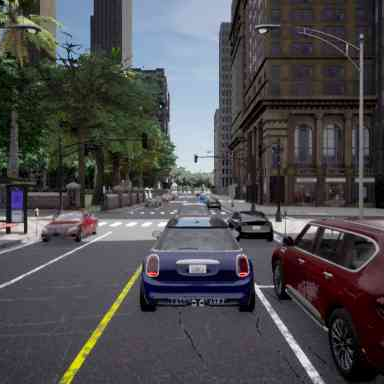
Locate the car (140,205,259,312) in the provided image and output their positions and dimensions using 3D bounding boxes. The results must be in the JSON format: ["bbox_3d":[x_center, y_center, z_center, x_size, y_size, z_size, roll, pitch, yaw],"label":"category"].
[{"bbox_3d":[0.097,1.351,7.880,2.097,1.767,4.553,0,0,0],"label":"car"}]

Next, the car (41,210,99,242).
[{"bbox_3d":[-5.778,1.578,16.245,1.802,1.307,4.206,0,0,0],"label":"car"}]

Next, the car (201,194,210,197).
[{"bbox_3d":[2.720,1.499,53.680,1.752,1.417,4.829,0,0,0],"label":"car"}]

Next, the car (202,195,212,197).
[{"bbox_3d":[2.724,1.544,48.090,1.947,1.339,4.313,0,0,0],"label":"car"}]

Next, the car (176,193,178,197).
[{"bbox_3d":[-5.833,1.239,91.466,2.192,1.841,5.009,0,0,0],"label":"car"}]

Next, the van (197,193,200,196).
[{"bbox_3d":[2.700,1.282,80.612,1.690,1.788,3.998,0,0,0],"label":"van"}]

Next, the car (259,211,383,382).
[{"bbox_3d":[2.754,1.314,5.382,2.192,1.841,5.009,0,0,0],"label":"car"}]

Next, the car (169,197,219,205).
[{"bbox_3d":[0.088,1.348,17.414,2.097,1.767,4.553,0,0,0],"label":"car"}]

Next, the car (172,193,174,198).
[{"bbox_3d":[-5.822,1.264,75.205,2.192,1.841,5.009,0,0,0],"label":"car"}]

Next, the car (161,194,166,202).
[{"bbox_3d":[-5.806,1.413,53.524,1.967,1.590,4.097,0,0,0],"label":"car"}]

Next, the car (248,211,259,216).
[{"bbox_3d":[2.747,1.562,16.233,1.947,1.339,4.313,0,0,0],"label":"car"}]

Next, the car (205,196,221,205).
[{"bbox_3d":[2.728,1.548,42.670,1.947,1.339,4.313,0,0,0],"label":"car"}]

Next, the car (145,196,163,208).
[{"bbox_3d":[-5.801,1.528,48.104,2.008,1.369,4.403,0,0,0],"label":"car"}]

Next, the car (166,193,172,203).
[{"bbox_3d":[-5.817,1.396,69.785,1.967,1.590,4.097,0,0,0],"label":"car"}]

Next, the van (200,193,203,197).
[{"bbox_3d":[2.716,1.309,58.931,1.690,1.788,3.998,0,0,0],"label":"van"}]
